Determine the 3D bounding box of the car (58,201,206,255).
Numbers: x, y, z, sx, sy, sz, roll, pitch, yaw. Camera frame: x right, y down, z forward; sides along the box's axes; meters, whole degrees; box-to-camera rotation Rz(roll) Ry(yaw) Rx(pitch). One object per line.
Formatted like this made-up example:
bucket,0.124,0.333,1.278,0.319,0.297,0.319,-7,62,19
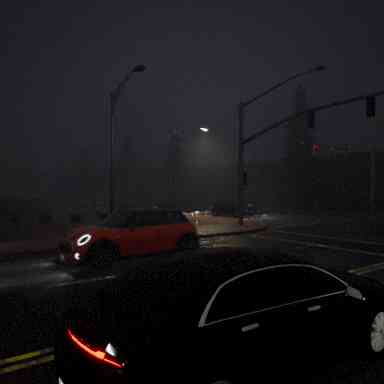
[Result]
car,-2.003,1.352,11.168,4.553,1.767,2.097,0,0,-36

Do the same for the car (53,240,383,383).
car,0.823,1.505,4.384,4.892,1.490,1.837,0,0,-35

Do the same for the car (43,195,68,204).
car,-26.230,1.352,63.806,4.553,1.767,2.097,0,0,9

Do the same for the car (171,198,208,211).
car,-0.363,1.505,41.912,1.837,1.490,4.892,0,0,-41

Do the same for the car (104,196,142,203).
car,-9.483,1.526,45.757,4.674,1.442,1.812,0,0,36

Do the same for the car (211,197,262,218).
car,3.793,1.505,30.861,1.837,1.490,4.892,0,0,-36

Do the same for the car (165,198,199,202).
car,-2.015,1.547,38.683,2.033,1.411,5.357,0,0,-39

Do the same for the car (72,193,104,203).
car,-16.722,1.221,54.019,5.566,2.045,2.150,0,0,20

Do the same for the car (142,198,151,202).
car,-7.715,1.564,48.734,4.181,1.385,1.994,0,0,35

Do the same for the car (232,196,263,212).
car,5.231,1.352,34.765,2.097,1.767,4.553,0,0,-37

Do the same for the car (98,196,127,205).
car,-14.429,1.478,60.659,5.008,1.535,1.882,0,0,23
